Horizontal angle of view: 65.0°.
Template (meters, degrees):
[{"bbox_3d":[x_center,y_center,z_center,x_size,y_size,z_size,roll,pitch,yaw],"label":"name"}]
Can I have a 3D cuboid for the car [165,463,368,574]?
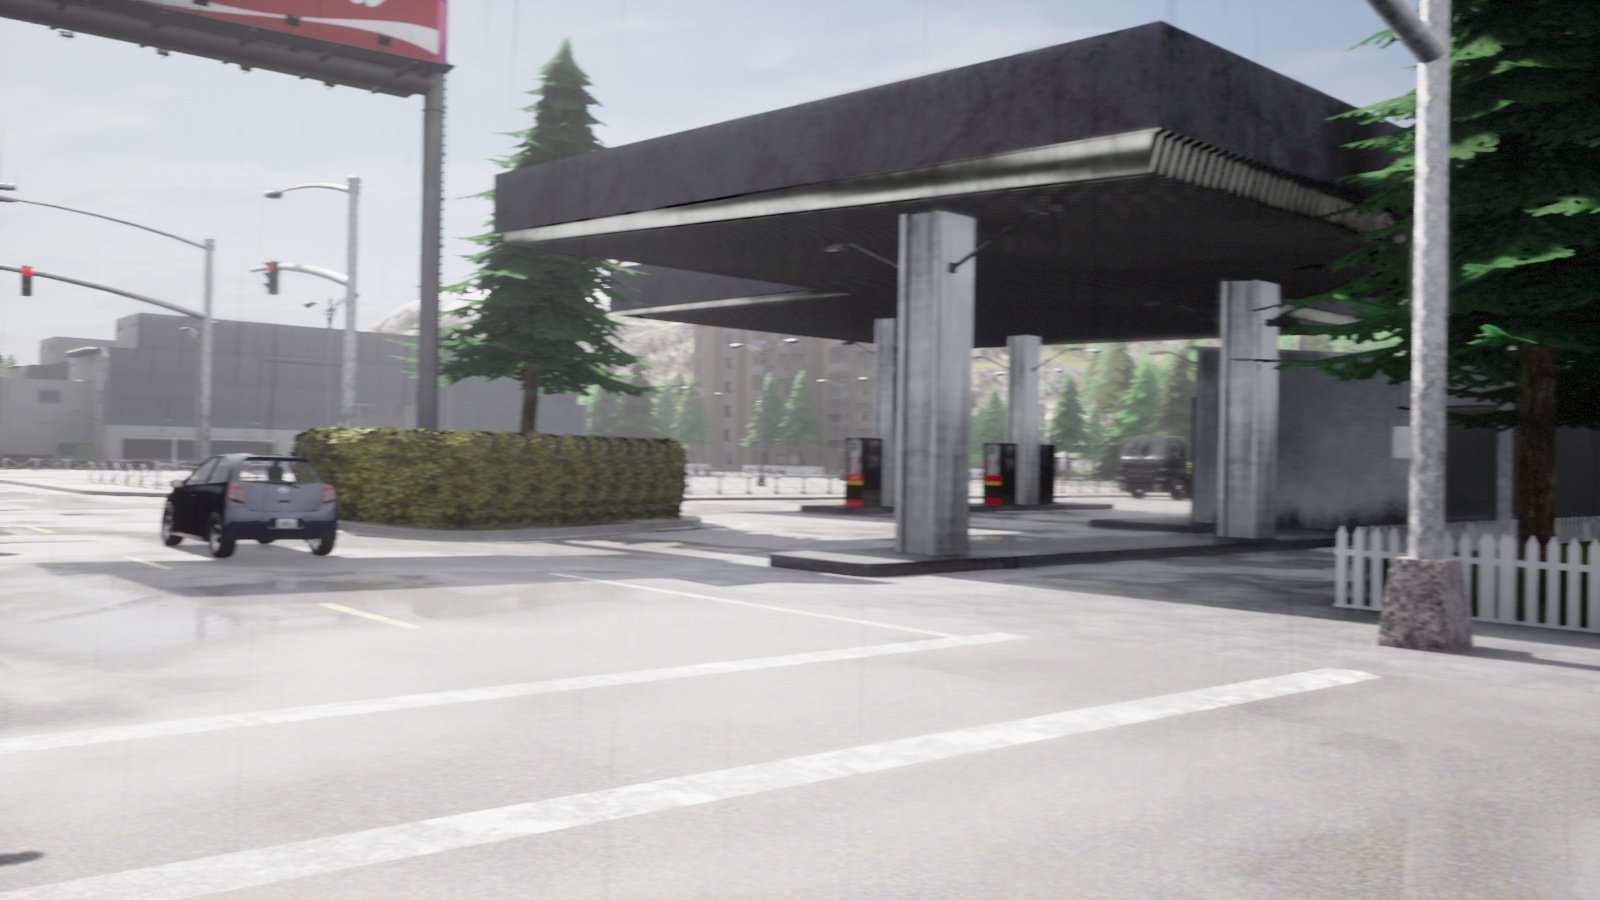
[{"bbox_3d":[-8.302,0.985,19.394,1.845,1.501,3.633,2,-1,-41],"label":"car"}]

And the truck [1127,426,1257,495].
[{"bbox_3d":[21.160,0.564,67.527,7.936,3.462,2.891,0,-1,-41],"label":"truck"}]
